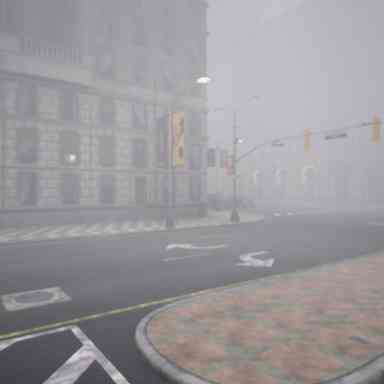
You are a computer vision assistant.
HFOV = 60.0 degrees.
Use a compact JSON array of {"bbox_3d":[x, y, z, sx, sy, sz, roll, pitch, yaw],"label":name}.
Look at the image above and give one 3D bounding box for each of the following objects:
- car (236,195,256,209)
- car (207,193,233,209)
[{"bbox_3d":[6.392,1.254,44.689,2.097,1.767,4.553,0,0,-36],"label":"car"},{"bbox_3d":[2.724,1.134,43.783,2.150,2.045,5.566,0,0,-36],"label":"car"}]
